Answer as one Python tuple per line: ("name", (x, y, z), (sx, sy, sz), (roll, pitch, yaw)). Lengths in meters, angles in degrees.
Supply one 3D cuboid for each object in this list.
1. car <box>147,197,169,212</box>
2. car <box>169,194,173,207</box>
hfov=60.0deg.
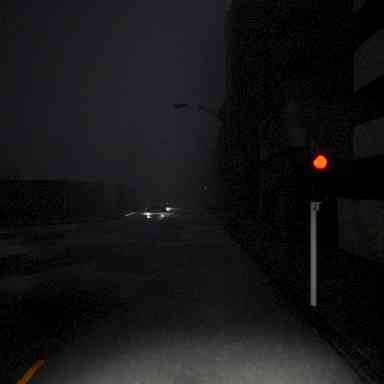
("car", (-4.148, 1.478, 39.554), (1.882, 1.535, 5.008), (0, 0, 0))
("car", (-4.129, 1.505, 49.582), (1.837, 1.490, 4.892), (0, 0, 1))
